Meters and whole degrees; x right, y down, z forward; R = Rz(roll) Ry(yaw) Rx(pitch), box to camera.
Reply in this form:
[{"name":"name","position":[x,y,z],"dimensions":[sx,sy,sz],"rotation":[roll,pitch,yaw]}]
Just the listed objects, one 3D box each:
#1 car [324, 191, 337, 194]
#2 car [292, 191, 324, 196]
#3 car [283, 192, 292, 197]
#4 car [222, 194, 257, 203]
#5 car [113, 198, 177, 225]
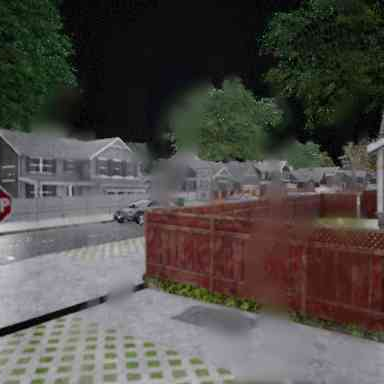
[{"name":"car","position":[19.926,0.533,48.804],"dimensions":[2.128,1.511,4.902],"rotation":[0,1,35]},{"name":"car","position":[14.108,0.732,40.404],"dimensions":[1.837,1.490,4.892],"rotation":[0,1,35]},{"name":"car","position":[13.728,0.703,44.776],"dimensions":[2.033,1.411,5.357],"rotation":[0,1,35]},{"name":"car","position":[4.562,0.936,31.802],"dimensions":[2.128,1.511,4.902],"rotation":[0,1,35]},{"name":"car","position":[-2.838,1.182,21.236],"dimensions":[1.837,1.490,4.892],"rotation":[0,1,35]}]
